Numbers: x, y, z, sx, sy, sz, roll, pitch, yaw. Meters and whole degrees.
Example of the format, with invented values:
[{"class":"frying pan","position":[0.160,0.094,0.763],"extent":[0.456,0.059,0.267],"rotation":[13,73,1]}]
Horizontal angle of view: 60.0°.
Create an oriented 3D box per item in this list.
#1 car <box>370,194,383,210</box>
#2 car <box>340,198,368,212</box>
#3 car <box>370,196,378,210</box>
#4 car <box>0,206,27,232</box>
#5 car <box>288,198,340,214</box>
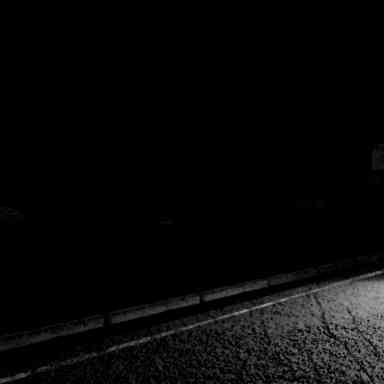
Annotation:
[{"class":"car","position":[23.911,1.385,43.479],"extent":[2.185,1.767,4.553],"rotation":[1,0,-35]},{"class":"car","position":[17.083,1.458,38.662],"extent":[2.097,1.535,5.008],"rotation":[0,0,-35]},{"class":"car","position":[19.355,1.513,40.275],"extent":[2.002,1.452,4.674],"rotation":[0,0,-35]},{"class":"car","position":[-10.665,1.491,18.920],"extent":[2.002,1.452,4.674],"rotation":[0,0,-35]},{"class":"car","position":[12.551,1.441,35.426],"extent":[2.097,1.535,5.008],"rotation":[0,0,-35]}]
